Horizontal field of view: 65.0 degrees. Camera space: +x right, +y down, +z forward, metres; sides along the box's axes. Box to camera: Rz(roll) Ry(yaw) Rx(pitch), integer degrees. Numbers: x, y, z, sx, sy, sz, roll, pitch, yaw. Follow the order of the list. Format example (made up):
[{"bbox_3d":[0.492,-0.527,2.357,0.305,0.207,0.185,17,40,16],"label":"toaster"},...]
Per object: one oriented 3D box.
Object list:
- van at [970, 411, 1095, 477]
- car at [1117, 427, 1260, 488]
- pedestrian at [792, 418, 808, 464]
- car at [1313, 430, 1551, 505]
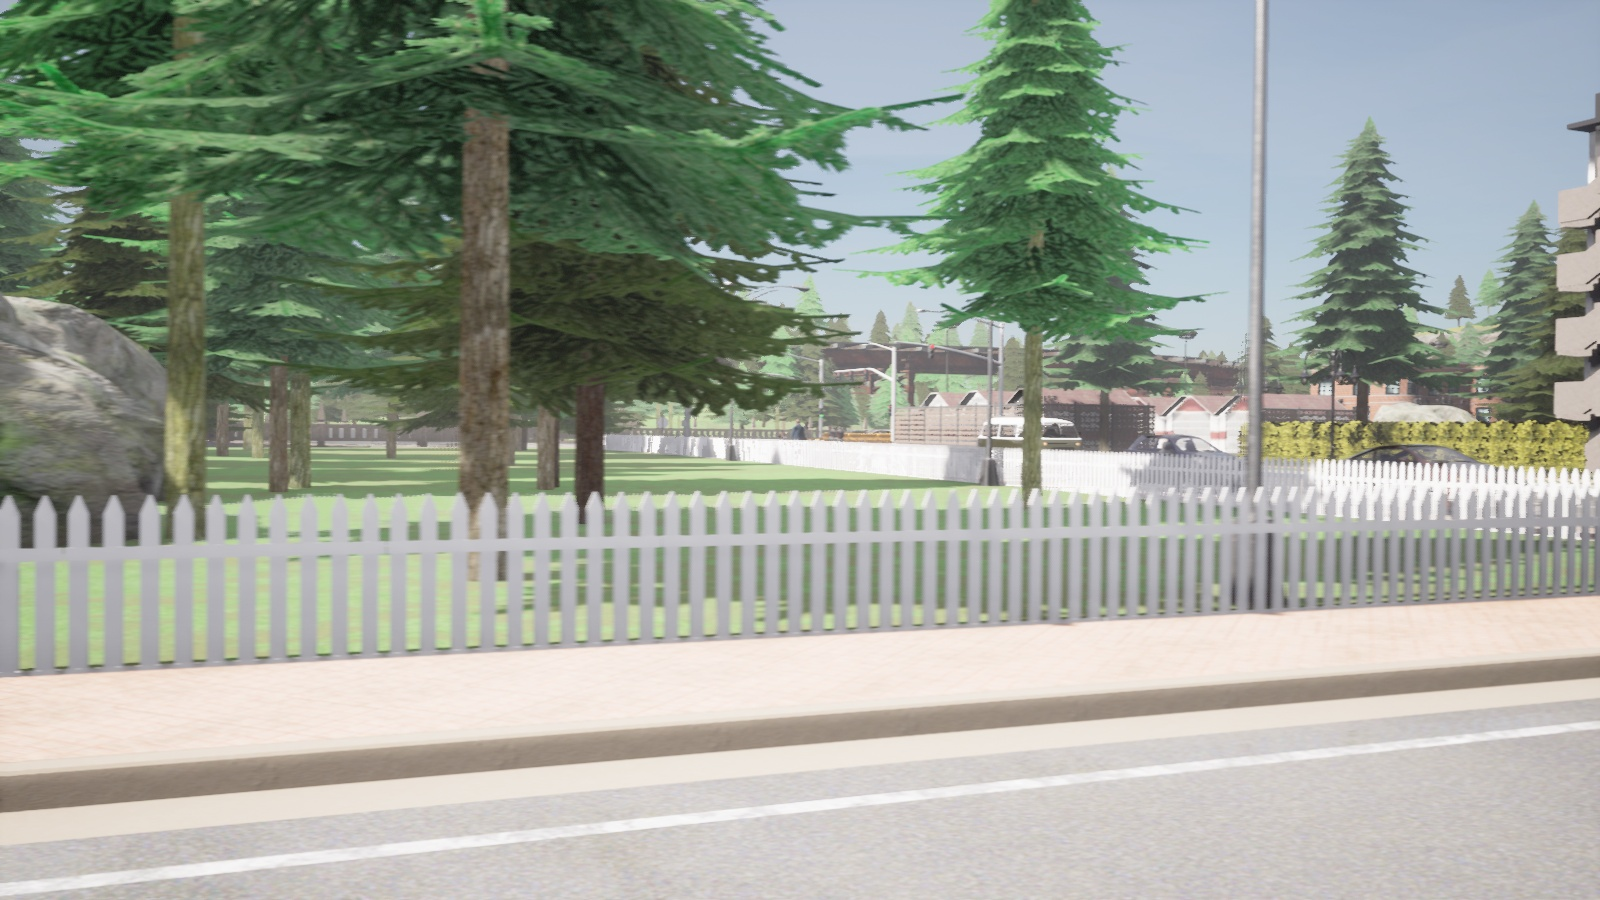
[{"bbox_3d":[7.525,-0.230,41.168,2.069,2.038,4.480,-1,1,-19],"label":"van"},{"bbox_3d":[10.254,0.157,33.405,1.845,1.501,3.633,-1,1,-19],"label":"car"},{"bbox_3d":[0.003,-0.365,50.472,0.402,1.842,0.726,-1,1,-19],"label":"pedestrian"},{"bbox_3d":[12.886,0.301,25.911,1.994,1.385,4.181,-1,1,-19],"label":"car"}]
